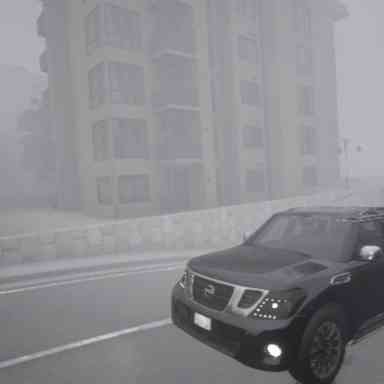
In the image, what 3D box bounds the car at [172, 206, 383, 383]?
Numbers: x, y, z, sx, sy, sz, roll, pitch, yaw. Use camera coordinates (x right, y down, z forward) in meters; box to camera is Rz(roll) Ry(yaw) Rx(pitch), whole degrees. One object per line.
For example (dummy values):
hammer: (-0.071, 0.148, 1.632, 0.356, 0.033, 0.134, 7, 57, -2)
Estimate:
car: (2.345, 1.291, 5.761, 5.566, 2.045, 2.150, 1, -1, -37)
